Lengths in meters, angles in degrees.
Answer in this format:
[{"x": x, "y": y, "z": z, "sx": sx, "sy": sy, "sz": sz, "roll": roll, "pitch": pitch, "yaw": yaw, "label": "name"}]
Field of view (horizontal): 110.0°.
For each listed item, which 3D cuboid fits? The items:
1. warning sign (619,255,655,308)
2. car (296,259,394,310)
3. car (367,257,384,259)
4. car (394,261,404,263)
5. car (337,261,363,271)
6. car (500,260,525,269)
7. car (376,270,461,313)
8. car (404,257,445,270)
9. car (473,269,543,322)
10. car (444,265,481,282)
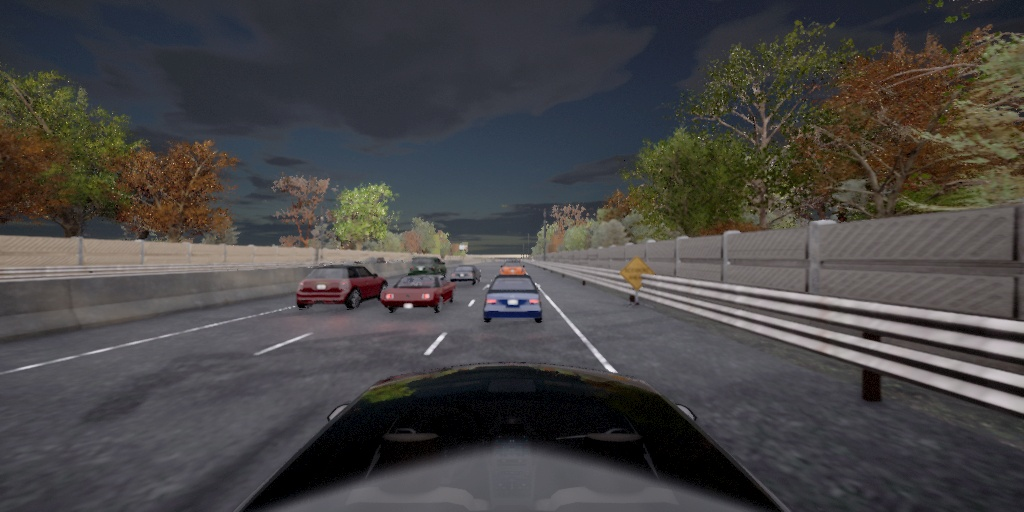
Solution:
[{"x": 4.550, "y": 0.901, "z": 13.089, "sx": 1.300, "sy": 1.860, "sz": 1.060, "roll": 0, "pitch": 0, "yaw": 0, "label": "warning sign"}, {"x": -6.936, "y": 1.147, "z": 15.199, "sx": 2.097, "sy": 1.767, "sz": 4.553, "roll": 0, "pitch": 0, "yaw": 0, "label": "car"}, {"x": -21.056, "y": 1.185, "z": 54.649, "sx": 2.150, "sy": 2.045, "sz": 5.566, "roll": 0, "pitch": 0, "yaw": 1, "label": "car"}, {"x": -17.560, "y": 1.471, "z": 54.981, "sx": 1.837, "sy": 1.490, "sz": 4.892, "roll": 0, "pitch": 0, "yaw": 0, "label": "car"}, {"x": -24.555, "y": 1.468, "z": 54.561, "sx": 1.837, "sy": 1.490, "sz": 4.892, "roll": 0, "pitch": 0, "yaw": 0, "label": "car"}, {"x": 0.068, "y": 1.206, "z": 30.874, "sx": 2.097, "sy": 1.767, "sz": 4.553, "roll": 0, "pitch": 0, "yaw": 0, "label": "car"}, {"x": -3.441, "y": 1.391, "z": 14.200, "sx": 1.895, "sy": 1.301, "sz": 4.718, "roll": 0, "pitch": 0, "yaw": 0, "label": "car"}, {"x": -6.937, "y": 1.075, "z": 29.975, "sx": 2.150, "sy": 2.045, "sz": 5.566, "roll": 0, "pitch": 0, "yaw": 0, "label": "car"}, {"x": 0.045, "y": 1.332, "z": 12.422, "sx": 2.033, "sy": 1.411, "sz": 5.357, "roll": 0, "pitch": 0, "yaw": 1, "label": "car"}, {"x": -3.455, "y": 1.388, "z": 27.419, "sx": 2.033, "sy": 1.411, "sz": 5.357, "roll": 0, "pitch": 0, "yaw": 1, "label": "car"}]
